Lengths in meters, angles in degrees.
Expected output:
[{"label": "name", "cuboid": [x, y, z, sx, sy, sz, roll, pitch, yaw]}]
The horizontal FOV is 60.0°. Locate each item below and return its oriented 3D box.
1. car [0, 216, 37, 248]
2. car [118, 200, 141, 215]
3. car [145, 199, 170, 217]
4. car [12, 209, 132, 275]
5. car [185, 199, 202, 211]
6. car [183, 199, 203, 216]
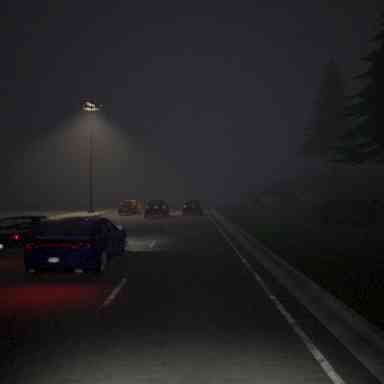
[{"label": "car", "cuboid": [-6.896, 1.670, 14.200, 1.895, 1.301, 4.718, 0, 0, 0]}, {"label": "car", "cuboid": [-6.879, 1.658, 37.090, 1.882, 1.535, 5.008, 0, 0, 0]}, {"label": "car", "cuboid": [-3.390, 1.515, 33.265, 2.097, 1.767, 4.553, 0, 0, 0]}, {"label": "car", "cuboid": [-3.397, 1.530, 10.646, 1.882, 1.535, 5.008, 0, 0, 0]}, {"label": "car", "cuboid": [0.282, 1.708, 44.433, 2.128, 1.511, 4.902, 0, 0, 2]}, {"label": "car", "cuboid": [0.107, 1.523, 35.188, 2.097, 1.767, 4.553, 0, 0, 0]}]
